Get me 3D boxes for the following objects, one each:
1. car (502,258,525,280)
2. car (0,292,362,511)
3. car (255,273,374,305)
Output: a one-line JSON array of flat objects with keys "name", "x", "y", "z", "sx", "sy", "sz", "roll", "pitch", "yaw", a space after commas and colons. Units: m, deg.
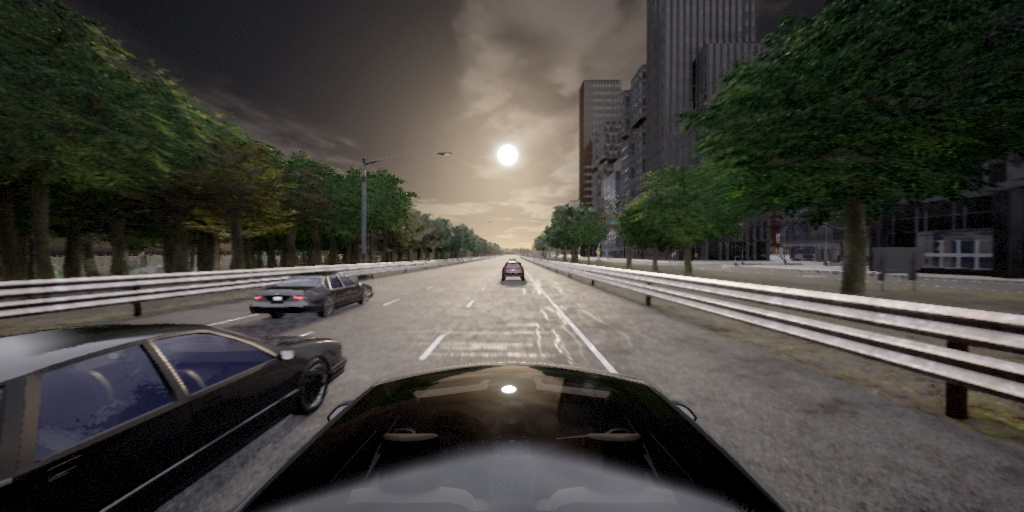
[{"name": "car", "x": 0.098, "y": 1.219, "z": 31.758, "sx": 2.033, "sy": 1.649, "sz": 4.856, "roll": 0, "pitch": 0, "yaw": 0}, {"name": "car", "x": -3.397, "y": 1.298, "z": 2.916, "sx": 2.033, "sy": 1.411, "sz": 5.357, "roll": 0, "pitch": 0, "yaw": 0}, {"name": "car", "x": -6.905, "y": 1.307, "z": 13.065, "sx": 2.033, "sy": 1.411, "sz": 5.357, "roll": 0, "pitch": 0, "yaw": 0}]
